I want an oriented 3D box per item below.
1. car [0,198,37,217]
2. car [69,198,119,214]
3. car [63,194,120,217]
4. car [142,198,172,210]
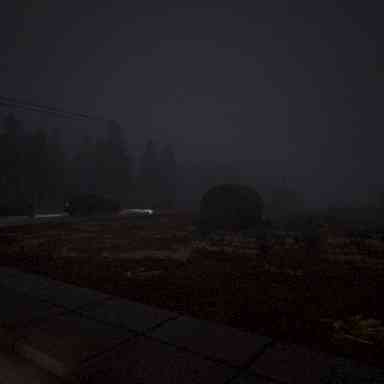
[{"bbox_3d":[-16.029,1.374,28.924,2.097,1.767,4.553,0,0,37],"label":"car"},{"bbox_3d":[-10.581,1.513,36.269,2.128,1.511,4.902,0,0,37],"label":"car"},{"bbox_3d":[-9.422,1.244,31.589,2.150,2.045,5.566,0,0,36],"label":"car"},{"bbox_3d":[-4.623,1.547,44.290,1.812,1.442,4.674,0,0,37],"label":"car"}]
